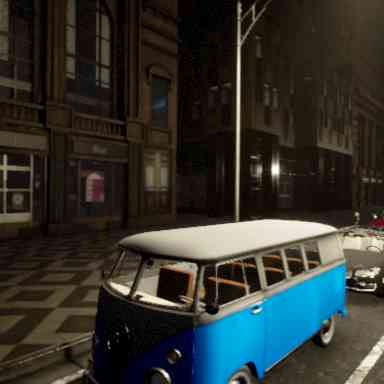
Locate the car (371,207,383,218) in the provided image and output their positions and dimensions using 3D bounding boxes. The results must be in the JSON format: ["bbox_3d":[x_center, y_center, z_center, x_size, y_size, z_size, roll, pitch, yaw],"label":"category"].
[{"bbox_3d":[8.243,1.366,12.706,2.192,1.841,5.009,1,0,42],"label":"car"}]

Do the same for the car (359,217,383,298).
[{"bbox_3d":[4.446,1.573,8.563,2.008,1.369,4.403,1,0,42],"label":"car"}]

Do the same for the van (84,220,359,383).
[{"bbox_3d":[0.653,1.335,4.419,1.690,1.788,3.998,1,0,42],"label":"van"}]
